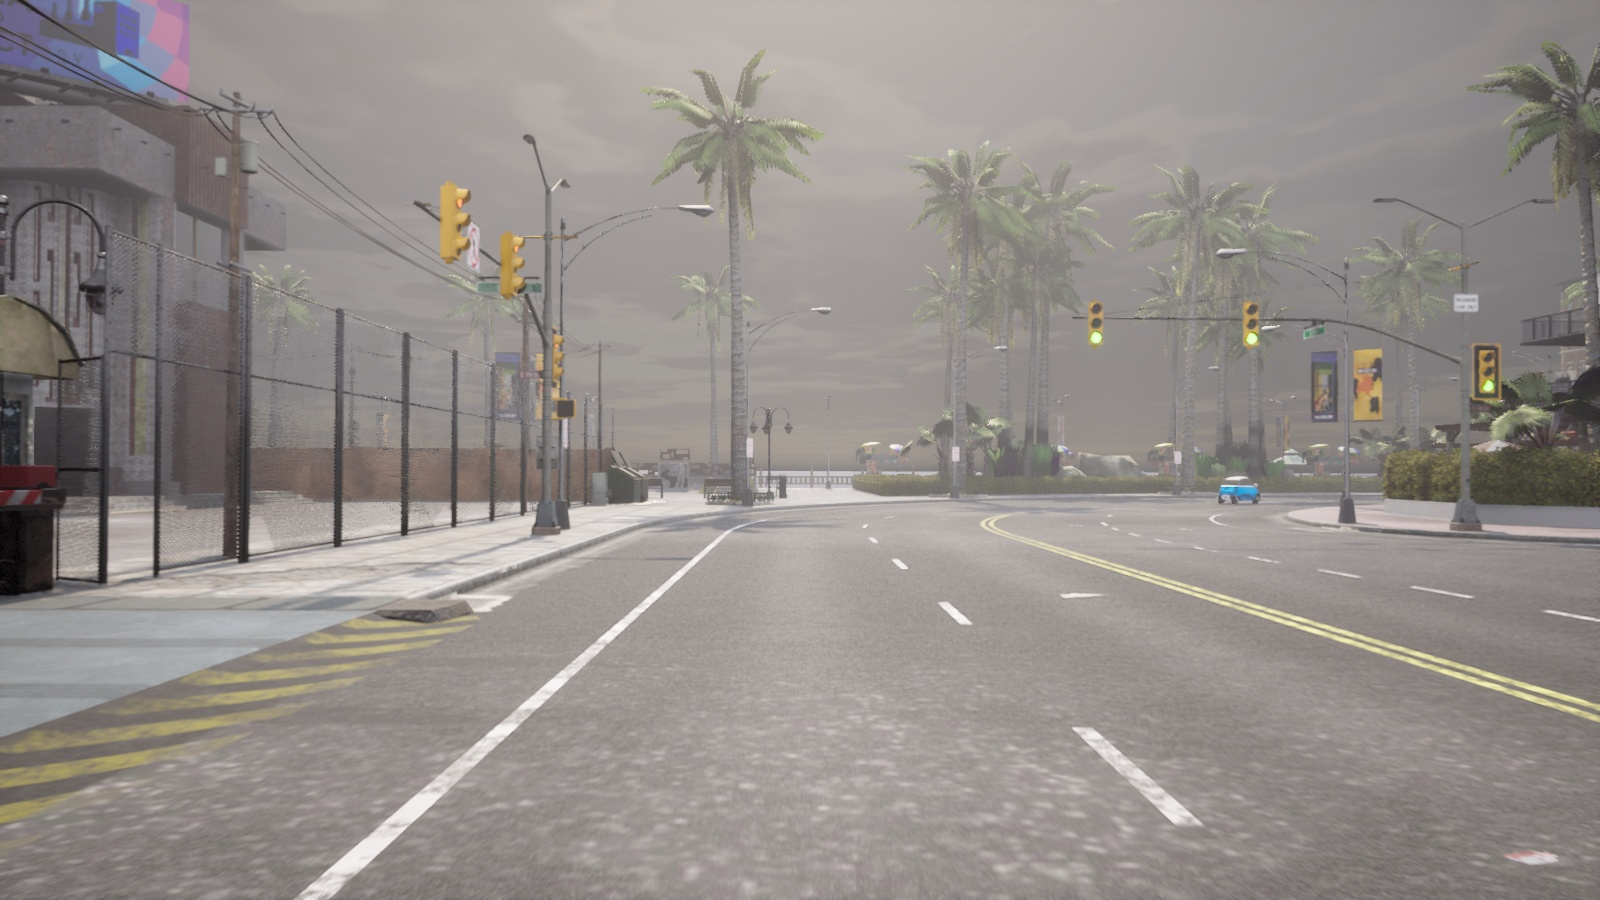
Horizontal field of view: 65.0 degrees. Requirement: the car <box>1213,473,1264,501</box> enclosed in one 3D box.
[{"bbox_3d":[21.967,1.834,62.876,2.207,1.376,1.481,0,-1,-40],"label":"car"}]
